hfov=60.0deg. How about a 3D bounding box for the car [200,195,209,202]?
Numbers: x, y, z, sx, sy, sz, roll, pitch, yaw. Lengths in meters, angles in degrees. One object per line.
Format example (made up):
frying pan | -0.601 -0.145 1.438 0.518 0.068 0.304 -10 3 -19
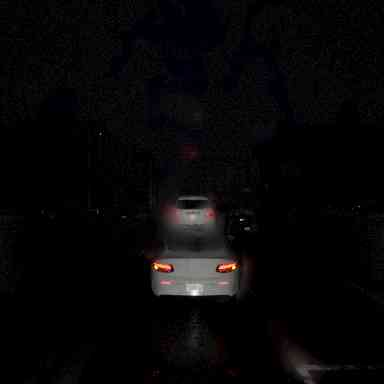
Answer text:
car | 2.886 1.454 78.389 1.967 1.590 4.097 -1 0 0

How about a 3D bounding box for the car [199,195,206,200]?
car | 2.945 1.571 94.986 2.008 1.369 4.403 -1 0 0

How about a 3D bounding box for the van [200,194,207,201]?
van | 2.903 1.357 83.921 1.690 1.788 3.998 -1 0 0

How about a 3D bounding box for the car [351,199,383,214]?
car | 18.336 1.384 33.121 4.674 1.442 1.812 0 1 0

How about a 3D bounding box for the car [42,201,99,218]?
car | -11.036 1.593 30.279 4.902 1.511 2.128 0 1 0

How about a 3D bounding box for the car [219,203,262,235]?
car | 2.683 1.546 18.281 2.008 1.369 4.403 -1 0 0

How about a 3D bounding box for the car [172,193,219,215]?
car | 0.092 1.217 17.925 2.150 2.045 5.566 0 0 1

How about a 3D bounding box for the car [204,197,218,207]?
car | 2.794 1.547 50.726 1.887 1.381 4.507 -1 0 0

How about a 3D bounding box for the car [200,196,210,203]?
car | 2.869 1.556 72.856 1.887 1.381 4.507 -1 0 0

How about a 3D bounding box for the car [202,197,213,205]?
car | 2.832 1.589 61.791 1.802 1.307 4.206 -1 0 0

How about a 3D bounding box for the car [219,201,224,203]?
car | 2.084 1.583 33.206 4.718 1.301 1.895 -1 0 0

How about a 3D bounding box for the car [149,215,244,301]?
car | 0.082 1.523 8.175 1.812 1.442 4.674 0 0 1
